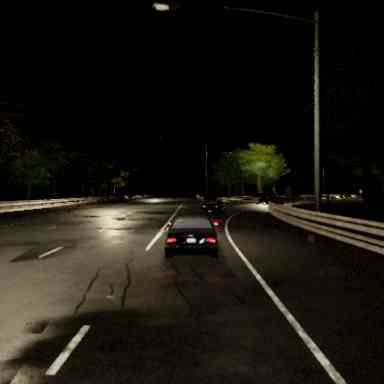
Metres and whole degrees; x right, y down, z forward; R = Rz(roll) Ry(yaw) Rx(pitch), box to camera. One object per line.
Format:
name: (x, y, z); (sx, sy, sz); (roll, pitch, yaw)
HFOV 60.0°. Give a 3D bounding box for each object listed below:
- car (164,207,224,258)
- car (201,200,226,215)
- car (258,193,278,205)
car: (0.024, 1.537, 12.764); (2.033, 1.411, 5.357); (0, 0, 1)
car: (2.046, 1.467, 30.871); (2.128, 1.511, 4.902); (0, 0, 12)
car: (13.606, 1.157, 58.846); (2.150, 2.045, 5.566); (0, 0, 33)
